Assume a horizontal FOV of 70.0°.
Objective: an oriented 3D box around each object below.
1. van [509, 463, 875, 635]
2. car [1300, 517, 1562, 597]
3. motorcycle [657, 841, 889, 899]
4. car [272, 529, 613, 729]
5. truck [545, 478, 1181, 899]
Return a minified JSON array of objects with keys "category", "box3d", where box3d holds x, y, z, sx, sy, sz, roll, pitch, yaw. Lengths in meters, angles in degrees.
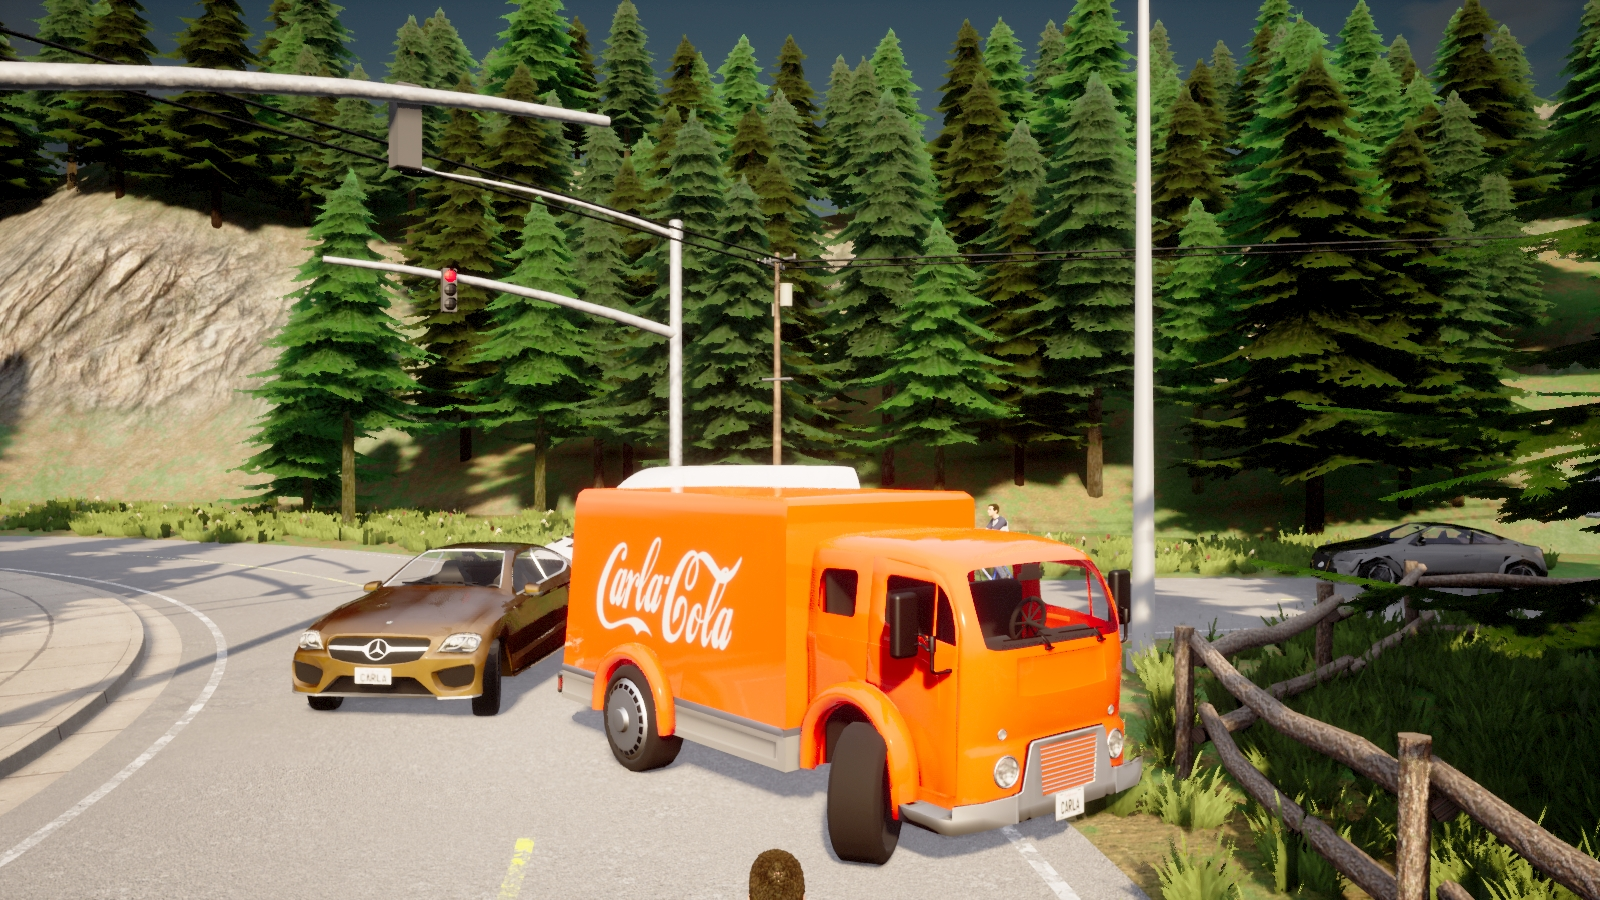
[{"category":"van","box3d":[-1.776,1.528,19.549,5.915,2.561,1.988,0,0,-27]},{"category":"car","box3d":[12.589,2.119,23.051,4.181,1.385,1.994,0,0,6]},{"category":"motorcycle","box3d":[-0.074,2.159,3.526,0.803,1.199,2.033,0,0,-2]},{"category":"car","box3d":[-4.038,1.970,14.038,2.152,1.651,5.027,0,0,6]},{"category":"truck","box3d":[0.202,1.542,9.769,2.627,2.467,5.204,0,0,-39]}]
